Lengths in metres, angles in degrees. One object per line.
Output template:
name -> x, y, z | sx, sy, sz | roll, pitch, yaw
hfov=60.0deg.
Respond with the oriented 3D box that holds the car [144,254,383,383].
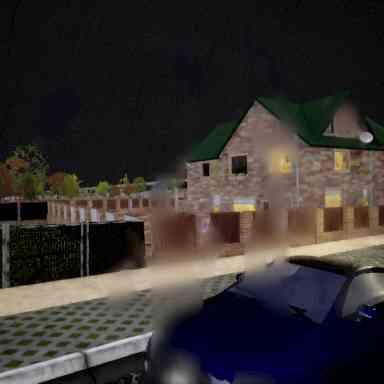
car -> 1.528, 1.561, 4.159 | 4.181, 1.385, 1.994 | 0, 0, -35
